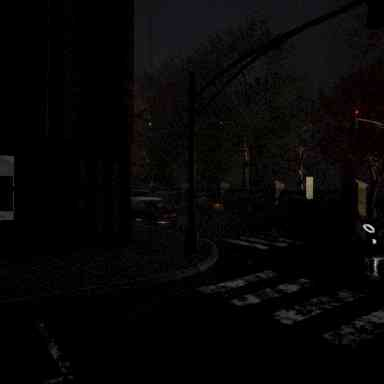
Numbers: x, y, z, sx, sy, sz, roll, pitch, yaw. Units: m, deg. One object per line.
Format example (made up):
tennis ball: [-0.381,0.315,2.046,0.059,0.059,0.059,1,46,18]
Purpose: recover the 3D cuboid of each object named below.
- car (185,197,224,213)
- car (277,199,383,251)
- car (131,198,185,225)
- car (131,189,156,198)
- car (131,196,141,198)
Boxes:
car: [0.859,1.130,30.558,1.752,1.417,4.829,1,0,-36]
car: [5.868,1.256,13.856,2.097,1.767,4.553,2,1,-36]
car: [-2.563,1.257,21.018,1.802,1.307,4.206,2,0,-36]
car: [-4.491,0.786,28.049,2.150,2.045,5.566,0,1,-36]
car: [-5.821,1.158,25.494,1.802,1.307,4.206,2,0,-36]
